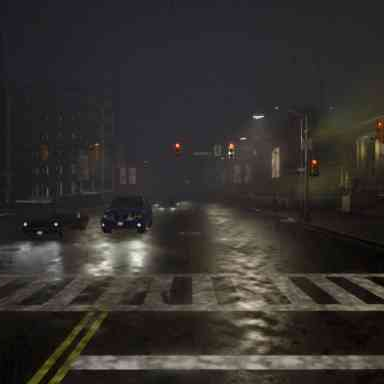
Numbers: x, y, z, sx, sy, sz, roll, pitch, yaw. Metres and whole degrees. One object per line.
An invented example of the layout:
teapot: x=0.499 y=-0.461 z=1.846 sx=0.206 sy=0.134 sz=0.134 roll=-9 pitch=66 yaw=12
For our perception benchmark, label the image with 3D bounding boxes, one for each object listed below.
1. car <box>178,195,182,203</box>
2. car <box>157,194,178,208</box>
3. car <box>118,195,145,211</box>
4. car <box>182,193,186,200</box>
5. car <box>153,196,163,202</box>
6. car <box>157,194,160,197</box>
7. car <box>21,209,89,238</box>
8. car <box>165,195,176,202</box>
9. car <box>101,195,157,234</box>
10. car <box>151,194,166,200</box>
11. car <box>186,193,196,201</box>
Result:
car: x=-3.518 y=1.506 z=67.893 sx=1.837 sy=1.490 sz=4.892 roll=0 pitch=-1 yaw=1
car: x=-3.545 y=1.477 z=49.140 sx=1.882 sy=1.535 sz=5.008 roll=0 pitch=0 yaw=0
car: x=-7.637 y=1.351 z=42.200 sx=2.097 sy=1.767 sz=4.553 roll=0 pitch=0 yaw=7
car: x=-4.129 y=1.552 z=86.139 sx=1.994 sy=1.385 sz=4.181 roll=0 pitch=0 yaw=-29
car: x=-7.728 y=1.540 z=75.203 sx=2.033 sy=1.411 sz=5.357 roll=0 pitch=0 yaw=-10
car: x=-7.037 y=1.525 z=61.648 sx=1.812 sy=1.442 sz=4.674 roll=0 pitch=0 yaw=0
car: x=-7.078 y=1.599 z=17.701 sx=1.895 sy=1.301 sz=4.718 roll=0 pitch=0 yaw=0
car: x=-5.109 y=1.500 z=79.070 sx=1.837 sy=1.490 sz=4.892 roll=0 pitch=0 yaw=-14
car: x=-3.578 y=1.221 z=19.382 sx=2.150 sy=2.045 sz=5.566 roll=0 pitch=0 yaw=0
car: x=-9.515 y=1.449 z=94.482 sx=1.837 sy=1.490 sz=4.892 roll=0 pitch=0 yaw=-43
car: x=-1.092 y=1.224 z=87.867 sx=2.150 sy=2.045 sz=5.566 roll=0 pitch=0 yaw=-29
